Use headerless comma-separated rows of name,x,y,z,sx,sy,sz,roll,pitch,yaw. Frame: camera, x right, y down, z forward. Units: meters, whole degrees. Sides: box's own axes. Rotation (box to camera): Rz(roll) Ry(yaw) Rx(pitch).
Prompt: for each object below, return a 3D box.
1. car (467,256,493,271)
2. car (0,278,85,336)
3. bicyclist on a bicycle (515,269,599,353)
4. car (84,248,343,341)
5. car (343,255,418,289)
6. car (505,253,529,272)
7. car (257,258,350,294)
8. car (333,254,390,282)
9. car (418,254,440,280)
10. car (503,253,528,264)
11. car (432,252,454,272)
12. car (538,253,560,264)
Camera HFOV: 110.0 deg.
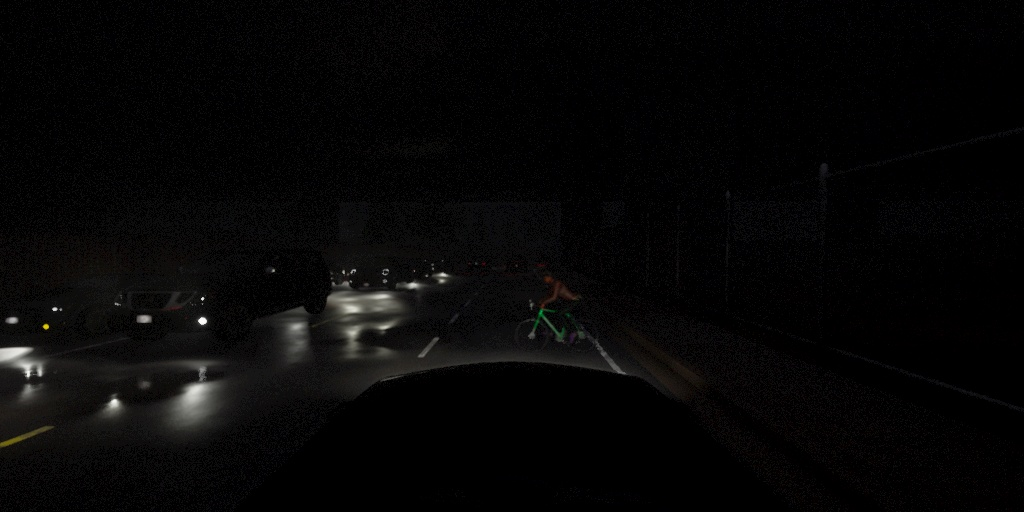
car,-2.945,0.662,33.679,2.033,1.411,5.357,0,1,4
car,-10.527,1.141,9.580,1.994,1.385,4.181,0,1,2
bicyclist on a bicycle,0.866,1.085,6.947,1.656,1.620,0.582,0,1,1
car,-7.039,0.803,9.639,2.150,2.045,5.566,0,1,0
car,-6.927,0.742,19.361,2.097,1.767,4.553,0,1,1
car,0.509,0.618,32.641,1.882,1.535,5.008,0,1,3
car,-10.441,0.905,18.488,1.837,1.490,4.892,0,2,1
car,-10.293,0.750,25.025,1.837,1.490,4.892,0,4,1
car,-6.793,0.826,25.020,2.033,1.411,5.357,0,1,1
car,0.563,0.341,49.192,1.812,1.442,4.674,1,1,21
car,-6.646,0.484,32.554,2.097,1.767,4.553,0,1,3
car,5.365,0.292,50.836,1.837,1.490,4.892,1,1,29
